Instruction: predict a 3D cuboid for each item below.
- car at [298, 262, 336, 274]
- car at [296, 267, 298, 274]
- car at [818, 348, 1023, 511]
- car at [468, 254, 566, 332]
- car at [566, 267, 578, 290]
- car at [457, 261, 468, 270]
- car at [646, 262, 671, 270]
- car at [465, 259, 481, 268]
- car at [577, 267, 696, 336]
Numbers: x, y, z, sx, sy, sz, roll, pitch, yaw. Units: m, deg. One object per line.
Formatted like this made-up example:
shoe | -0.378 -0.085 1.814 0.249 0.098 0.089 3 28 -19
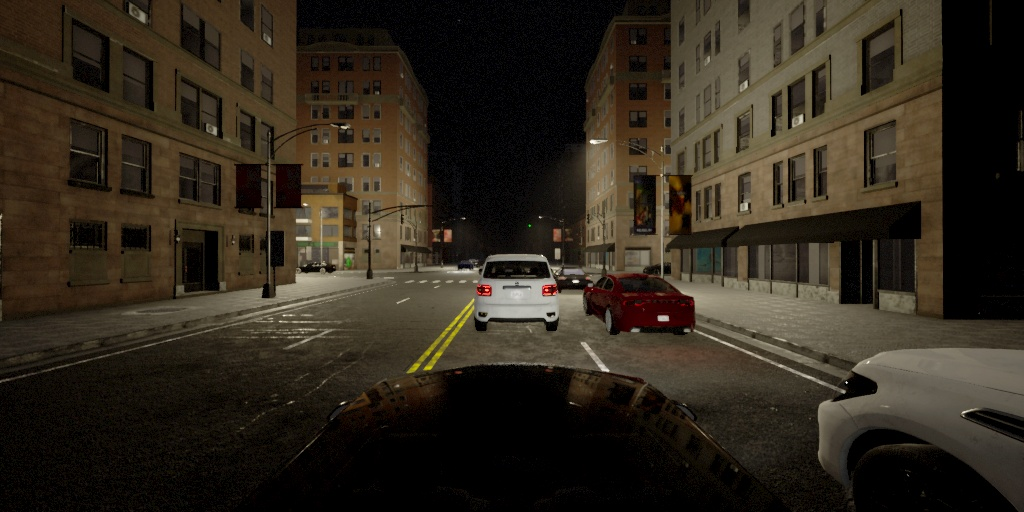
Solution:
car | -22.070 1.326 40.283 4.313 1.339 1.948 0 0 0
car | -22.123 1.169 32.258 4.097 1.591 1.967 0 0 0
car | 3.347 0.972 0.237 2.150 2.045 5.566 0 0 0
car | 0.116 0.971 10.990 2.150 2.045 5.566 0 0 0
car | 3.375 1.313 20.979 1.994 1.385 4.181 0 0 0
car | -6.529 1.344 50.824 1.895 1.301 4.718 0 0 0
car | 16.085 1.351 37.847 4.181 1.385 1.994 0 0 0
car | -6.497 1.231 60.661 2.128 1.511 4.902 0 0 0
car | 3.362 1.228 10.406 1.882 1.535 5.008 0 0 0
